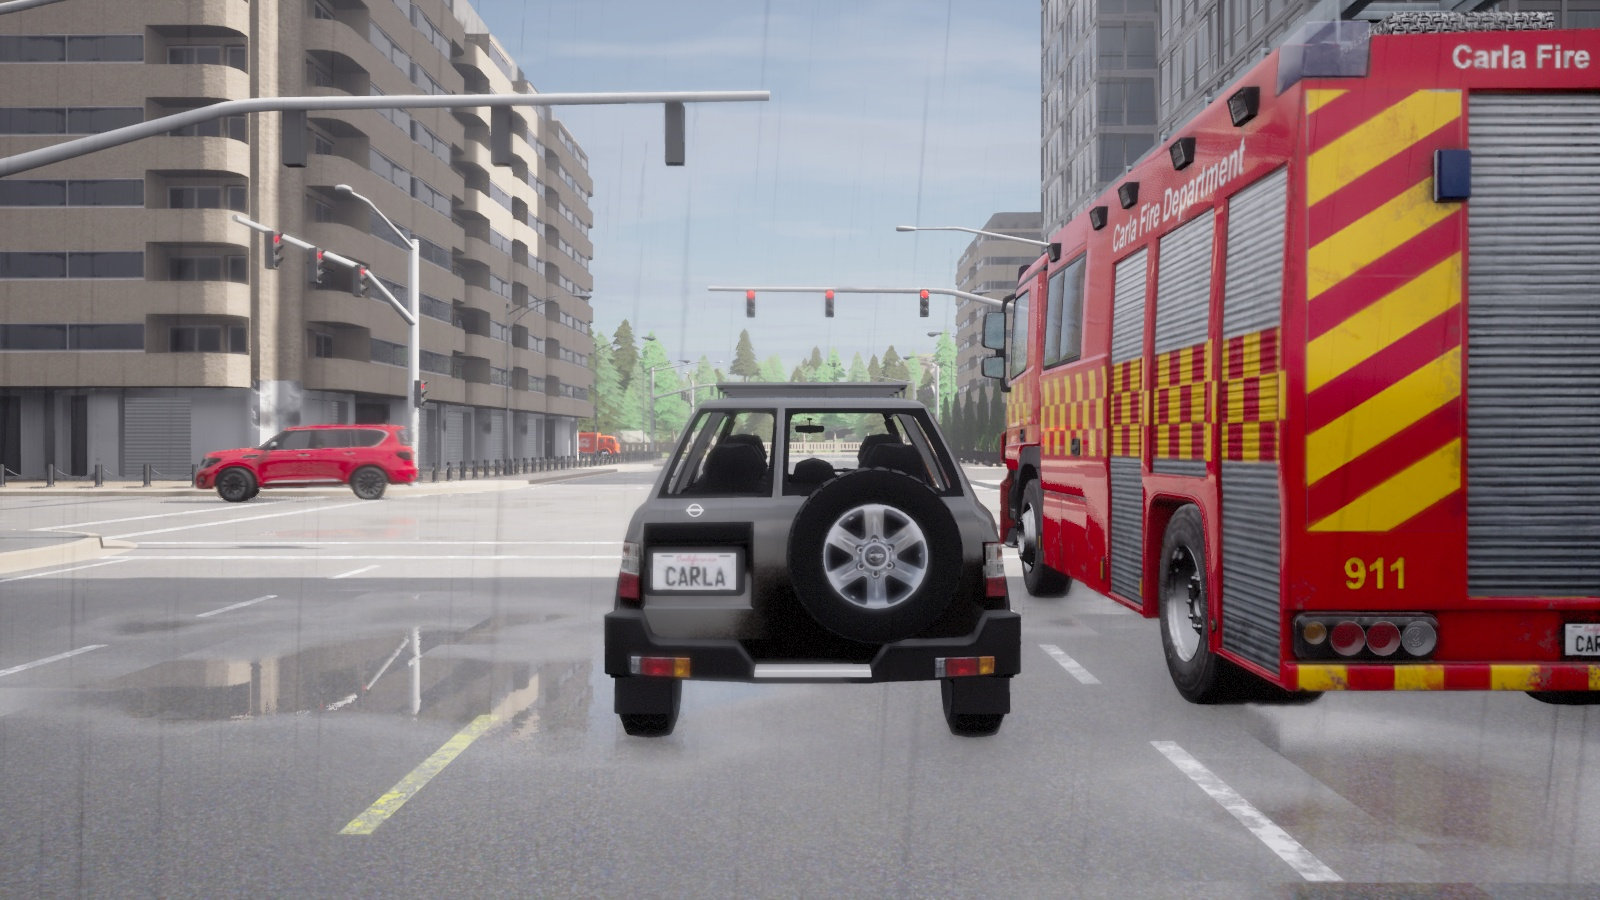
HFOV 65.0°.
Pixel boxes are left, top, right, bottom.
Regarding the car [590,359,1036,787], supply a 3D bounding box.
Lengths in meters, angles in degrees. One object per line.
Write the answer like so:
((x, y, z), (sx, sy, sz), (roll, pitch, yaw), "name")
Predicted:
((0.061, 0.520, 7.741), (1.932, 1.855, 4.605), (0, 0, 0), "car")

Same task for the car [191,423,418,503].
((-13.263, 0.313, 34.007), (5.566, 2.045, 2.150), (0, 1, -17), "car")

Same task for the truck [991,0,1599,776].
((3.573, -0.471, 9.880), (2.891, 3.827, 8.468), (0, 0, 0), "truck")
